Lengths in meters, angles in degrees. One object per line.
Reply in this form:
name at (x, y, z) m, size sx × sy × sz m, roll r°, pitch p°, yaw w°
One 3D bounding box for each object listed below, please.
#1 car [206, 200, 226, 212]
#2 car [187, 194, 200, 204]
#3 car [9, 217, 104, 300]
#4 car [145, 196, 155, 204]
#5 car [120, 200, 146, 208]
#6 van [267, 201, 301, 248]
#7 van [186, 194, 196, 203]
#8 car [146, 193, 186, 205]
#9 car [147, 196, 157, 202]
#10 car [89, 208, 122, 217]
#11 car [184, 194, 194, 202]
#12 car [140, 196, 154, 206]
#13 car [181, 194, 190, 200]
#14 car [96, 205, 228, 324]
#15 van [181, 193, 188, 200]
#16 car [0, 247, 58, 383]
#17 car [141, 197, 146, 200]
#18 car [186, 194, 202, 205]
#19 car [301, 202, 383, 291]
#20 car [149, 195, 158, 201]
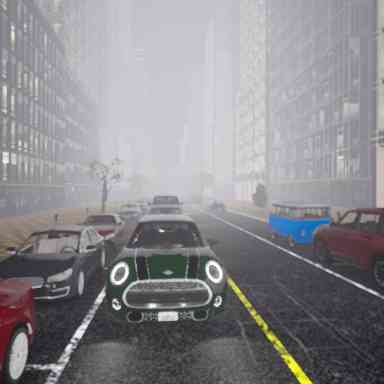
car at (2.663, 1.529, 37.232) m, size 2.008 × 1.369 × 4.403 m, roll -1°, pitch 0°, yaw -5°
car at (0.215, 1.276, 65.545) m, size 2.192 × 1.841 × 5.009 m, roll -1°, pitch 0°, yaw -5°
car at (-3.242, 1.547, 8.198) m, size 2.008 × 1.369 × 4.403 m, roll -1°, pitch 0°, yaw -5°
car at (-8.117, 1.488, 64.655) m, size 1.752 × 1.417 × 4.829 m, roll -1°, pitch 0°, yaw -5°
car at (-4.709, 1.538, 25.186) m, size 2.008 × 1.369 × 4.403 m, roll -1°, pitch 0°, yaw -5°
van at (4.617, 1.332, 14.582) m, size 1.690 × 1.788 × 3.998 m, roll -1°, pitch 0°, yaw -5°
van at (-0.273, 1.298, 71.207) m, size 1.690 × 1.788 × 3.998 m, roll -1°, pitch 0°, yaw -5°
car at (-1.818, 1.207, 23.047) m, size 2.150 × 2.045 × 5.566 m, roll 0°, pitch 0°, yaw -5°
car at (-9.110, 1.521, 76.149) m, size 1.947 × 1.339 × 4.313 m, roll -1°, pitch 0°, yaw -5°
car at (-3.730, 1.575, 13.861) m, size 1.802 × 1.307 × 4.206 m, roll -1°, pitch 0°, yaw -5°
car at (-0.761, 1.393, 76.870) m, size 1.967 × 1.590 × 4.097 m, roll -1°, pitch 0°, yaw -5°
car at (-7.155, 1.410, 53.498) m, size 1.967 × 1.590 × 4.097 m, roll -1°, pitch 0°, yaw -5°
car at (-1.740, 1.385, 88.195) m, size 1.967 × 1.590 × 4.097 m, roll -1°, pitch 0°, yaw -5°
car at (-0.567, 1.348, 7.424) m, size 2.097 × 1.767 × 4.553 m, roll 0°, pitch 0°, yaw -5°
van at (-2.230, 1.281, 93.857) m, size 1.690 × 1.788 × 3.998 m, roll -1°, pitch 0°, yaw -5°
car at (-2.752, 1.544, 2.536) m, size 1.887 × 1.381 × 4.507 m, roll -1°, pitch 0°, yaw -5°
car at (-5.686, 1.531, 36.511) m, size 2.008 × 1.369 × 4.403 m, roll -1°, pitch 0°, yaw -5°
car at (0.704, 1.280, 59.882) m, size 2.192 × 1.841 × 5.009 m, roll -1°, pitch 0°, yaw -5°
car at (5.106, 1.309, 8.919) m, size 2.192 × 1.841 × 5.009 m, roll -1°, pitch 0°, yaw -5°
car at (-10.088, 1.497, 87.474) m, size 2.008 × 1.369 × 4.403 m, roll -1°, pitch 0°, yaw -5°
